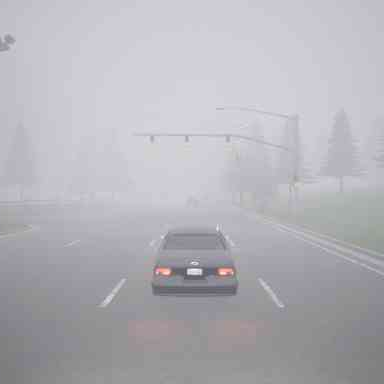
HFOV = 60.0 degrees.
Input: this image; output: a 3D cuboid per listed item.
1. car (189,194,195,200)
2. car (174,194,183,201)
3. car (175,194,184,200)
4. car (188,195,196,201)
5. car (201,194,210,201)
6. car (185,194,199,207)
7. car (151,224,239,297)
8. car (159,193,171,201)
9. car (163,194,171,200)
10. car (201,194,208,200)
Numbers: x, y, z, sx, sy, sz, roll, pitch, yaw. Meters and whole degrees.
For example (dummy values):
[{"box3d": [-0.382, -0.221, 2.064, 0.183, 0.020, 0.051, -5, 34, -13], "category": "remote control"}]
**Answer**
[{"box3d": [0.019, 1.310, 93.870, 1.882, 1.535, 5.008, 0, 0, 0], "category": "car"}, {"box3d": [-3.483, 1.517, 83.868, 1.812, 1.442, 4.674, 0, 0, 0], "category": "car"}, {"box3d": [-3.481, 1.357, 93.871, 2.128, 1.511, 4.902, 0, 0, 0], "category": "car"}, {"box3d": [0.017, 1.531, 83.450, 2.033, 1.411, 5.357, 0, 0, 0], "category": "car"}, {"box3d": [3.517, 1.492, 83.449, 1.837, 1.490, 4.892, 0, 0, 0], "category": "car"}, {"box3d": [0.009, 1.352, 52.807, 2.097, 1.767, 4.553, 0, 0, 0], "category": "car"}, {"box3d": [0.068, 1.547, 8.768, 2.033, 1.411, 5.357, 0, 0, 0], "category": "car"}, {"box3d": [-6.983, 1.217, 83.482, 2.150, 2.045, 5.566, 0, 0, 0], "category": "car"}, {"box3d": [-6.981, 1.385, 93.872, 1.994, 1.385, 4.181, 0, 0, 0], "category": "car"}, {"box3d": [3.519, 1.310, 93.869, 1.882, 1.535, 5.008, 0, 0, 0], "category": "car"}]
